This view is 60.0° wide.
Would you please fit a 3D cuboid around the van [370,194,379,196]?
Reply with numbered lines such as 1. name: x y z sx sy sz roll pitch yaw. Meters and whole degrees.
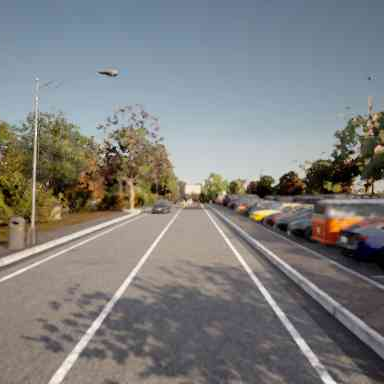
1. van: 20.301 1.314 32.402 4.442 1.987 1.878 0 0 0

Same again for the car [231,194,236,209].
1. car: 7.103 1.433 38.013 4.553 1.767 2.185 0 0 0

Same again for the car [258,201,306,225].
1. car: 7.017 1.544 21.356 4.792 1.488 2.163 0 0 0

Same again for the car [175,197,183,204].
1. car: -2.984 1.986 78.172 2.128 1.511 4.902 0 -1 0

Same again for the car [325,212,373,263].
1. car: 7.017 1.515 10.251 4.792 1.488 2.163 0 0 0

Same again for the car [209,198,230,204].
1. car: 7.212 2.346 87.942 5.366 1.575 1.946 0 -1 0

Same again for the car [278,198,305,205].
1. car: 20.369 1.930 68.391 5.008 1.535 2.097 0 -1 0

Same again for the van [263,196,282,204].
1. van: 20.579 2.040 85.006 4.442 1.987 1.878 0 -1 0

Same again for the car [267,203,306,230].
1. car: 7.002 1.537 18.580 4.792 1.488 2.163 0 0 0

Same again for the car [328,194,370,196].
1. car: 20.200 1.310 40.713 5.566 2.045 2.435 0 0 0

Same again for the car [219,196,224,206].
1. car: 7.221 1.337 49.118 5.566 2.045 2.435 0 0 0

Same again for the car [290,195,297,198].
1. car: 20.130 1.718 57.187 5.366 1.575 1.946 0 -1 0

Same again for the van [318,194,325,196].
1. van: 20.373 1.350 46.128 4.442 1.987 1.878 0 0 0

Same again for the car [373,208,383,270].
1. car: 7.004 1.355 7.478 4.553 1.767 2.185 0 0 0

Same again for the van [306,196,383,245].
1. van: 7.119 1.267 13.027 4.442 1.987 1.878 0 0 0

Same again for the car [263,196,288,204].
1. car: 20.474 1.944 82.116 5.566 2.045 2.435 0 -1 0

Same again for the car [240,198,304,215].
1. car: 7.084 1.538 29.684 4.892 1.521 2.231 0 0 0

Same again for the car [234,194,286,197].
1. car: 7.088 1.426 35.237 4.553 1.767 2.185 0 0 0

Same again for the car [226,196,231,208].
1. car: 7.143 1.566 40.789 5.008 1.535 2.097 0 0 0

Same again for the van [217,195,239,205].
1. van: 7.411 1.710 68.531 4.442 1.987 1.878 0 -1 0

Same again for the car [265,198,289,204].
1. car: 20.247 2.134 79.343 5.366 1.575 1.946 0 -1 0

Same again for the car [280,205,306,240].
1. car: 6.988 1.530 15.804 4.792 1.488 2.163 0 0 0

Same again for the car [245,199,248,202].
1. car: 7.082 1.530 26.908 4.892 1.521 2.231 0 0 0

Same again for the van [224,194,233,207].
1. van: 7.061 1.355 46.342 4.442 1.987 1.878 0 0 0

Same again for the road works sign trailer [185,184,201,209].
1. road works sign trailer: 0.113 0.632 49.491 2.380 3.560 2.880 0 -1 -1

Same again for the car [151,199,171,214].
1. car: -3.263 1.565 35.822 1.837 1.490 4.892 0 0 0

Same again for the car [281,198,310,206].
1. car: 20.354 1.876 65.496 5.008 1.535 2.097 0 -1 0

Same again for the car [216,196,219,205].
1. car: 7.221 1.810 60.201 4.792 1.488 2.163 0 -1 0

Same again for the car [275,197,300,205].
1. car: 20.357 1.854 71.039 4.553 1.767 2.185 0 -1 0

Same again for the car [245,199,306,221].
1. car: 6.875 1.519 24.133 5.366 1.575 1.946 0 0 0

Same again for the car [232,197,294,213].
1. car: 6.919 1.541 32.461 5.366 1.575 1.946 0 0 0

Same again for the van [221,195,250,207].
1. van: 7.105 1.451 54.654 4.442 1.987 1.878 0 -1 0

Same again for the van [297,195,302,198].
1. van: 20.183 1.443 54.423 4.442 1.987 1.878 0 -1 0

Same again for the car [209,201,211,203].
1. car: 7.310 1.841 76.859 5.566 2.045 2.435 0 -1 0

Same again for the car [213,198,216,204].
1. car: 7.286 1.884 65.752 5.008 1.535 2.097 0 -1 0

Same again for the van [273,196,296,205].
1. van: 20.519 1.806 73.809 4.442 1.987 1.878 0 -1 0

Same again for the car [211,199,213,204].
1. car: 7.354 2.070 74.077 4.792 1.488 2.163 0 -1 0

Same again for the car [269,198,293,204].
1. car: 20.411 2.085 76.576 4.892 1.521 2.231 0 -1 0

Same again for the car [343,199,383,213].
1. car: 20.207 1.553 37.818 5.008 1.535 2.097 0 0 0

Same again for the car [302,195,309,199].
1. car: 20.291 1.617 51.648 5.008 1.535 2.097 0 -1 0
